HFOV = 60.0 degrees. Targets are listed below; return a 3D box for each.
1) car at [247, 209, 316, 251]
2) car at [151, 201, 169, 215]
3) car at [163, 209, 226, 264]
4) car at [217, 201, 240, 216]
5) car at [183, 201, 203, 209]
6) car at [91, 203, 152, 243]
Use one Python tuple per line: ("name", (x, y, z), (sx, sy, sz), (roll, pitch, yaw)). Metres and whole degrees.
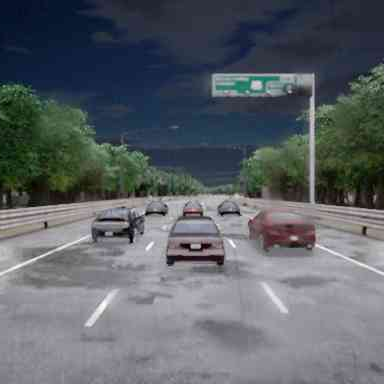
("car", (3.600, 1.477, 14.157), (1.882, 1.535, 5.008), (0, 0, 0))
("car", (-3.403, 1.590, 32.848), (1.994, 1.385, 4.181), (0, 0, 0))
("car", (0.099, 1.547, 11.710), (2.033, 1.411, 5.357), (0, 0, 0))
("car", (3.597, 1.590, 33.006), (1.994, 1.385, 4.181), (0, 0, 0))
("car", (0.098, 1.590, 32.930), (1.994, 1.385, 4.181), (0, 0, 0))
("car", (-3.400, 1.492, 16.027), (2.128, 1.511, 4.902), (0, 0, 0))
